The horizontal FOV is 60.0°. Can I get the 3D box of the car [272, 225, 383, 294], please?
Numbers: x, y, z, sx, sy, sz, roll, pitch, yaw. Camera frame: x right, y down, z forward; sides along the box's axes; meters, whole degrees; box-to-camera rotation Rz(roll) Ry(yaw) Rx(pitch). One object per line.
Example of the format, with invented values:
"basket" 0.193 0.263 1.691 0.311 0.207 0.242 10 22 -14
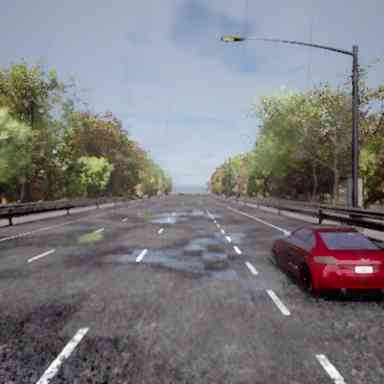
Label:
"car" 3.491 1.544 8.765 1.994 1.385 4.181 0 0 0
